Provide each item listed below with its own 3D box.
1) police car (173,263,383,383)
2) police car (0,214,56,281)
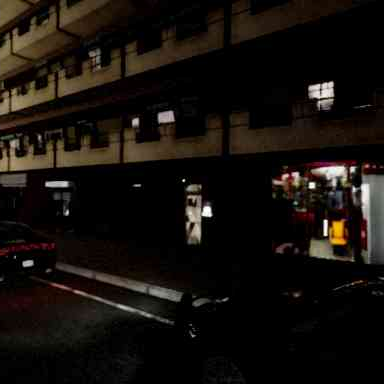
[{"bbox_3d":[2.071,1.508,3.179,5.238,1.638,1.930,0,-1,38],"label":"police car"},{"bbox_3d":[-5.889,1.456,9.375,5.238,1.638,1.930,0,-1,37],"label":"police car"}]
